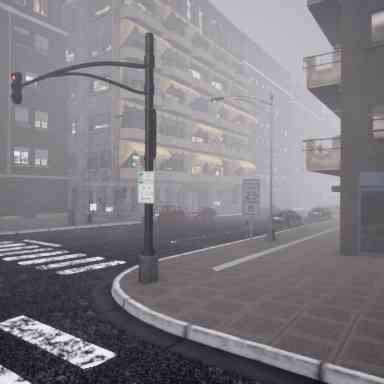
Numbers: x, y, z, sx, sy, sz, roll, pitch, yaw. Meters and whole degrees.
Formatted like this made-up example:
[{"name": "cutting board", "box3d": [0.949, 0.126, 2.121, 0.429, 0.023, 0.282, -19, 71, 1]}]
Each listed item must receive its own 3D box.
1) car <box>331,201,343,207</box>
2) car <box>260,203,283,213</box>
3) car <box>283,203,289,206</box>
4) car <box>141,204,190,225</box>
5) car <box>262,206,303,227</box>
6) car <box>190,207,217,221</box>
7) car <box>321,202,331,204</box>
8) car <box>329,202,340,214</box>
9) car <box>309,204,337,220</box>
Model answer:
[{"name": "car", "box3d": [36.451, 3.021, 83.464, 1.967, 1.590, 4.097, -1, -1, 35]}, {"name": "car", "box3d": [10.597, 2.326, 46.148, 1.887, 1.381, 4.507, -1, -1, 35]}, {"name": "car", "box3d": [13.735, 2.403, 50.671, 1.752, 1.417, 4.829, -1, -1, 35]}, {"name": "car", "box3d": [-2.343, 1.820, 27.503, 1.967, 1.590, 4.097, -1, -1, 35]}, {"name": "car", "box3d": [7.721, 2.095, 27.421, 1.947, 1.339, 4.313, -1, -2, 35]}, {"name": "car", "box3d": [0.892, 2.063, 32.162, 1.802, 1.307, 4.206, -1, -1, 35]}, {"name": "car", "box3d": [19.529, 2.545, 48.900, 1.895, 1.301, 4.718, 0, -1, 35]}, {"name": "car", "box3d": [20.759, 2.458, 46.210, 1.752, 1.417, 4.829, -1, -2, 35]}, {"name": "car", "box3d": [14.192, 2.295, 36.745, 1.947, 1.339, 4.313, -1, -2, 35]}]
